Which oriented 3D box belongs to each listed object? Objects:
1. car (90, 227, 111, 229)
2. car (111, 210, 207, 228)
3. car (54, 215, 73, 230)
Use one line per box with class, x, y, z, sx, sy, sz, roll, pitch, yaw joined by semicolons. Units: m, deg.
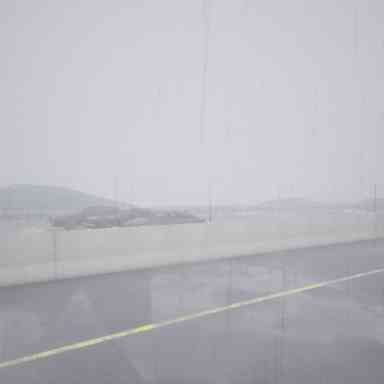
car;-3.486;1.562;18.379;4.718;1.301;1.895;0;0;-33
car;-1.302;1.533;15.590;4.181;1.385;1.994;0;0;-33
car;-6.096;1.500;20.863;5.357;1.411;2.033;0;0;-33
